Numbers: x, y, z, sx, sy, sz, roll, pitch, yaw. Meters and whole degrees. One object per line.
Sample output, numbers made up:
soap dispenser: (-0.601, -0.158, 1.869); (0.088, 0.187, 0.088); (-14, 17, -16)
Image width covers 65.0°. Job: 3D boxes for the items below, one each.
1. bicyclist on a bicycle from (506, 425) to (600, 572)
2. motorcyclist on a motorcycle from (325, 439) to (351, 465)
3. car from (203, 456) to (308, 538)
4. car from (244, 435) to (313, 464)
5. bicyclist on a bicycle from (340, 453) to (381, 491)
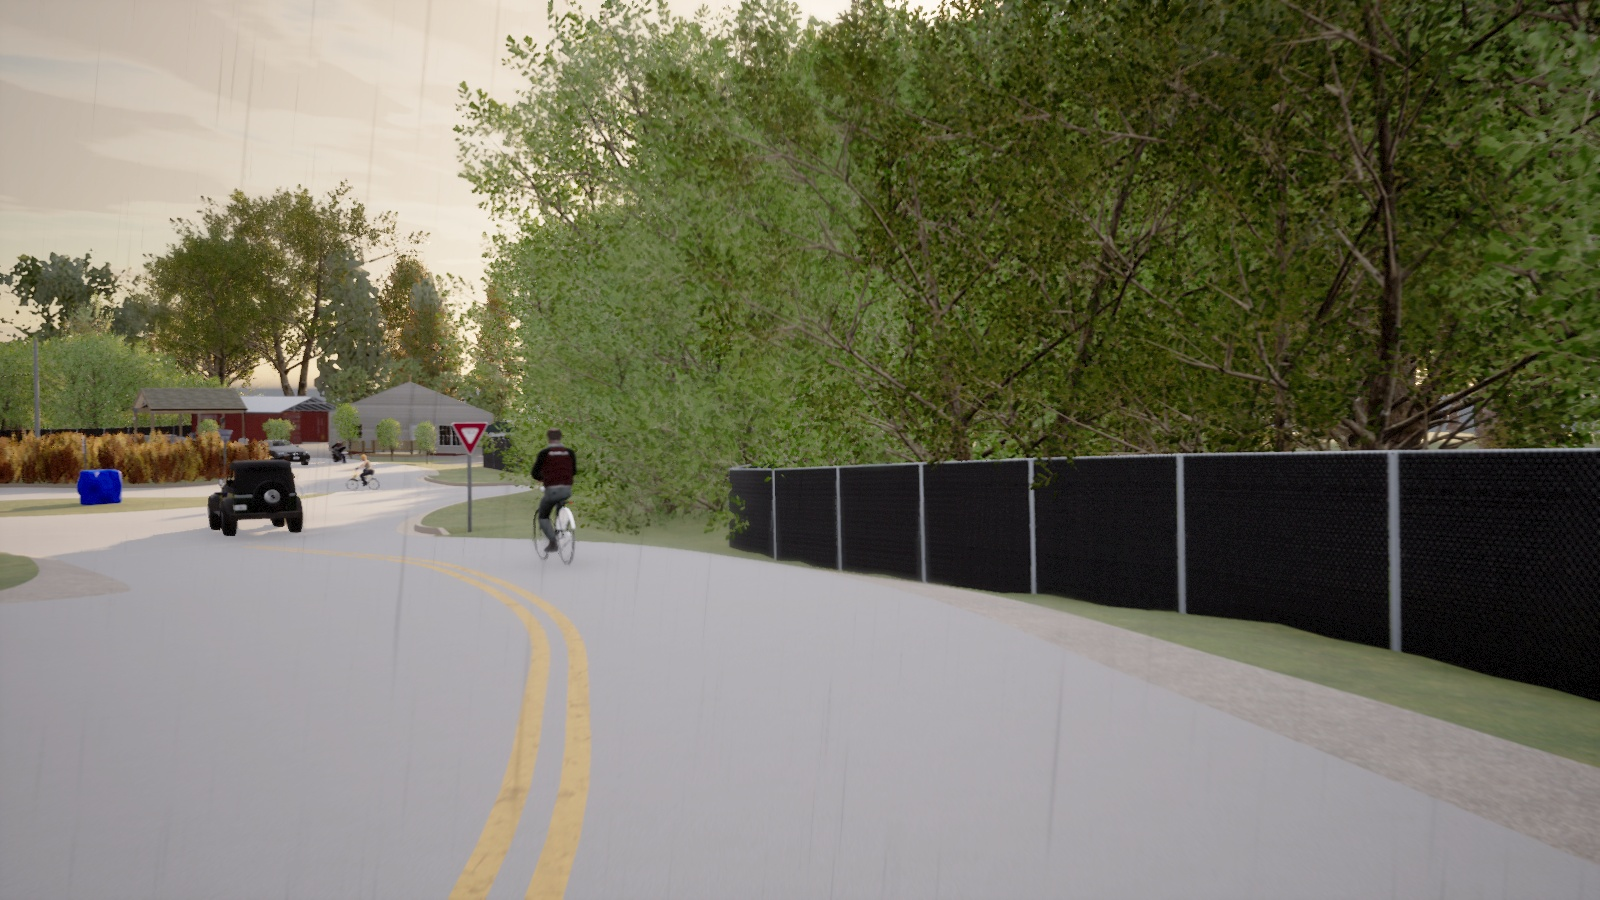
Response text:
bicyclist on a bicycle: (-3.225, 0.603, 16.247); (0.659, 1.776, 1.843); (-2, 0, -27)
motorcyclist on a motorcycle: (-29.798, 0.111, 81.000); (0.866, 1.530, 2.191); (-3, 4, -40)
car: (-14.308, 1.162, 32.881); (1.905, 1.878, 3.866); (-1, 2, -32)
car: (-32.916, -0.043, 79.213); (5.027, 1.651, 2.152); (2, 3, 43)
bicyclist on a bicycle: (-19.730, 0.989, 56.371); (1.509, 1.612, 0.866); (-1, 3, 0)
